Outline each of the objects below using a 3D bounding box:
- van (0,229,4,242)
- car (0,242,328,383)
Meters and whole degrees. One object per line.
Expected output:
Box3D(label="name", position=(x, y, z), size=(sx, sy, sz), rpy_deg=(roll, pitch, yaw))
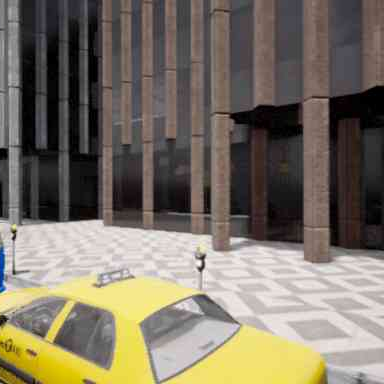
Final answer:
Box3D(label="van", position=(-5.505, 1.345, 6.892), size=(3.998, 1.788, 1.690), rpy_deg=(0, 0, 35))
Box3D(label="car", position=(-1.054, 1.526, 3.718), size=(4.829, 1.417, 1.752), rpy_deg=(0, 0, 35))
